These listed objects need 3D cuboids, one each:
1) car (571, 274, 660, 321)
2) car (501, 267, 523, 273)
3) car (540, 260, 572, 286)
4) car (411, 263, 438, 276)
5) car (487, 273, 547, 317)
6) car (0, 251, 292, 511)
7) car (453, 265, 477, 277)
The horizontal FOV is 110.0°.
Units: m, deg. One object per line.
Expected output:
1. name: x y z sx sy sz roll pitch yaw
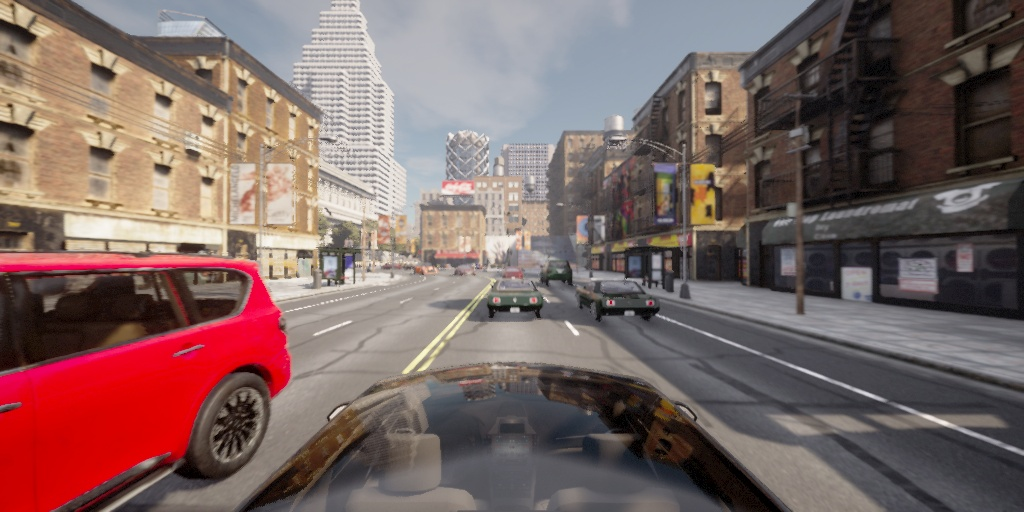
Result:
1. car: 3.600 1.500 13.191 1.895 1.301 4.718 0 -1 0
2. car: 0.017 1.663 31.573 1.812 1.442 4.674 0 -1 -2
3. car: 3.582 1.333 29.602 2.150 2.045 5.566 0 -1 -1
4. car: -11.738 1.713 48.902 2.097 1.767 4.553 0 -1 -32
5. car: 0.102 1.509 13.930 1.895 1.301 4.718 0 -1 0
6. car: -3.601 0.973 1.831 2.150 2.045 5.566 0 -1 0
7. car: -5.897 1.832 44.640 1.812 1.442 4.674 1 -1 -21
